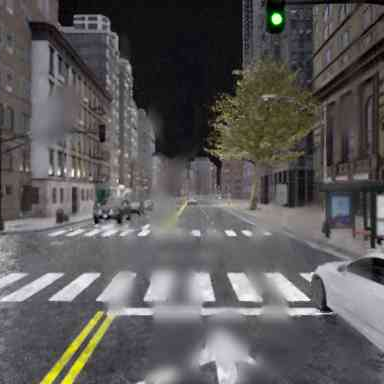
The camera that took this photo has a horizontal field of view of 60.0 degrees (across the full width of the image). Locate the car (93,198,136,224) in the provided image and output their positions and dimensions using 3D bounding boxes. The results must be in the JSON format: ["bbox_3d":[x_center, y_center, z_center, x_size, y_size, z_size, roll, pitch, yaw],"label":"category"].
[{"bbox_3d":[-6.567,1.505,28.091,2.150,2.045,5.566,0,-1,1],"label":"car"}]

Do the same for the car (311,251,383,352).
[{"bbox_3d":[3.349,1.579,4.925,1.812,1.442,4.674,0,-1,0],"label":"car"}]

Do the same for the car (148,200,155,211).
[{"bbox_3d":[-6.585,1.950,48.516,2.128,1.511,4.902,0,0,0],"label":"car"}]

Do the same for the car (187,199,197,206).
[{"bbox_3d":[0.012,2.184,68.331,1.895,1.301,4.718,0,0,0],"label":"car"}]

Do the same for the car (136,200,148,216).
[{"bbox_3d":[-6.594,1.854,38.199,1.882,1.535,5.008,0,0,0],"label":"car"}]
